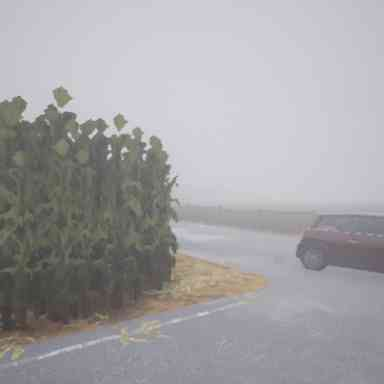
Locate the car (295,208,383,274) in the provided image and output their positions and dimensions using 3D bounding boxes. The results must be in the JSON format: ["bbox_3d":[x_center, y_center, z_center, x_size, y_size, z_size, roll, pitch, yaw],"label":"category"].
[{"bbox_3d":[5.345,1.378,9.237,4.553,1.767,2.097,0,0,40],"label":"car"}]

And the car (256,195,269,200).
[{"bbox_3d":[15.658,1.499,71.437,4.553,1.767,2.097,0,0,-35],"label":"car"}]
